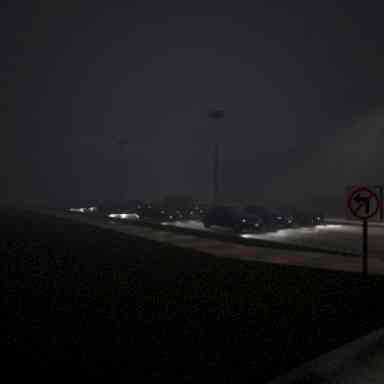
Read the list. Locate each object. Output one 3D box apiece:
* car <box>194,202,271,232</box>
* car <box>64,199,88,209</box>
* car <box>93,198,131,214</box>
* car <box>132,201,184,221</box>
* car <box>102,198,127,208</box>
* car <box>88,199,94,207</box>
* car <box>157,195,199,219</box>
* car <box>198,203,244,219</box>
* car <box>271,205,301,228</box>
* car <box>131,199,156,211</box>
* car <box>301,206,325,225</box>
[{"bbox_3d":[2.412,1.628,21.058,1.812,1.442,4.674,1,0,-35],"label":"car"},{"bbox_3d":[-16.944,1.663,47.794,1.994,1.385,4.181,1,0,-35],"label":"car"},{"bbox_3d":[-8.835,1.663,36.455,1.994,1.385,4.181,1,0,-36],"label":"car"},{"bbox_3d":[-2.978,1.701,28.400,1.895,1.301,4.718,1,0,-36],"label":"car"},{"bbox_3d":[-12.667,1.697,53.870,2.033,1.411,5.357,1,0,-36],"label":"car"},{"bbox_3d":[-15.788,1.735,52.222,1.994,1.385,4.181,1,0,-36],"label":"car"},{"bbox_3d":[-0.751,1.347,31.298,2.150,2.045,5.566,1,0,-36],"label":"car"},{"bbox_3d":[2.732,1.752,32.452,1.895,1.301,4.718,1,0,-36],"label":"car"},{"bbox_3d":[4.977,1.653,23.476,1.812,1.442,4.674,1,0,-37],"label":"car"},{"bbox_3d":[-6.593,1.629,39.329,1.837,1.490,4.892,1,0,-36],"label":"car"},{"bbox_3d":[7.883,1.717,25.398,1.994,1.385,4.181,1,0,-36],"label":"car"}]
